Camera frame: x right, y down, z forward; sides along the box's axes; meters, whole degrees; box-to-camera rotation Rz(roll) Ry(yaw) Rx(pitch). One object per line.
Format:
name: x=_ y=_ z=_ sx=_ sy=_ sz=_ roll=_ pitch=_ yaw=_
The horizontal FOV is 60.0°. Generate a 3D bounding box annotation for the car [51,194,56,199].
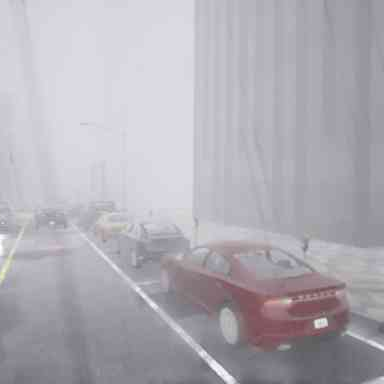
car: x=-26.075 y=1.662 z=65.118 sx=1.752 sy=1.417 sz=4.829 roll=0 pitch=0 yaw=-25

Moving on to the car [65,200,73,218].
car: x=-10.510 y=1.654 z=31.059 sx=1.947 sy=1.339 sz=4.313 roll=0 pitch=0 yaw=-25

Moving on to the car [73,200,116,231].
car: x=-5.999 y=1.385 z=21.191 sx=2.192 sy=1.841 sz=5.009 roll=0 pitch=0 yaw=-25

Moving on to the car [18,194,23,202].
car: x=-40.525 y=1.518 z=76.228 sx=1.967 sy=1.590 sz=4.097 roll=0 pitch=0 yaw=-25

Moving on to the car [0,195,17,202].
car: x=-31.514 y=1.608 z=56.508 sx=2.008 sy=1.369 sz=4.403 roll=0 pitch=0 yaw=-25

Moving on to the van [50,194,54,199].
van: x=-28.257 y=1.483 z=69.894 sx=1.690 sy=1.788 sz=3.998 roll=0 pitch=0 yaw=-25

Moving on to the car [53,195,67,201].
car: x=-21.499 y=1.690 z=55.104 sx=1.947 sy=1.339 sz=4.313 roll=0 pitch=0 yaw=-25

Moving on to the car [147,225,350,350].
car: x=0.765 y=1.584 z=6.387 sx=1.887 sy=1.381 sz=4.507 roll=0 pitch=0 yaw=-25

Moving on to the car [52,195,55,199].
car: x=-23.752 y=1.696 z=60.033 sx=1.947 sy=1.339 sz=4.313 roll=0 pitch=0 yaw=-25

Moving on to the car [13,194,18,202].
car: x=-33.766 y=1.504 z=61.438 sx=1.967 sy=1.590 sz=4.097 roll=0 pitch=0 yaw=-25

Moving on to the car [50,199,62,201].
car: x=-13.333 y=1.629 z=30.601 sx=1.994 sy=1.385 sz=4.181 roll=1 pitch=0 yaw=-25

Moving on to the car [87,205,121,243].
car: x=-3.815 y=1.586 z=16.411 sx=1.752 sy=1.417 sz=4.829 roll=0 pitch=0 yaw=-25

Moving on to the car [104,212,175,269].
car: x=-1.489 y=1.601 z=11.322 sx=2.008 sy=1.369 sz=4.403 roll=0 pitch=0 yaw=-25

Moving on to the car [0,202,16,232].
car: x=-12.015 y=1.570 z=20.309 sx=2.033 sy=1.411 sz=5.357 roll=1 pitch=0 yaw=-24

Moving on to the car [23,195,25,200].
car: x=-42.778 y=1.396 z=81.158 sx=2.192 sy=1.841 sz=5.009 roll=0 pitch=0 yaw=-25

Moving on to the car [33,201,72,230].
car: x=-9.097 y=1.554 z=21.511 sx=1.837 sy=1.490 sz=4.892 roll=1 pitch=0 yaw=-24
